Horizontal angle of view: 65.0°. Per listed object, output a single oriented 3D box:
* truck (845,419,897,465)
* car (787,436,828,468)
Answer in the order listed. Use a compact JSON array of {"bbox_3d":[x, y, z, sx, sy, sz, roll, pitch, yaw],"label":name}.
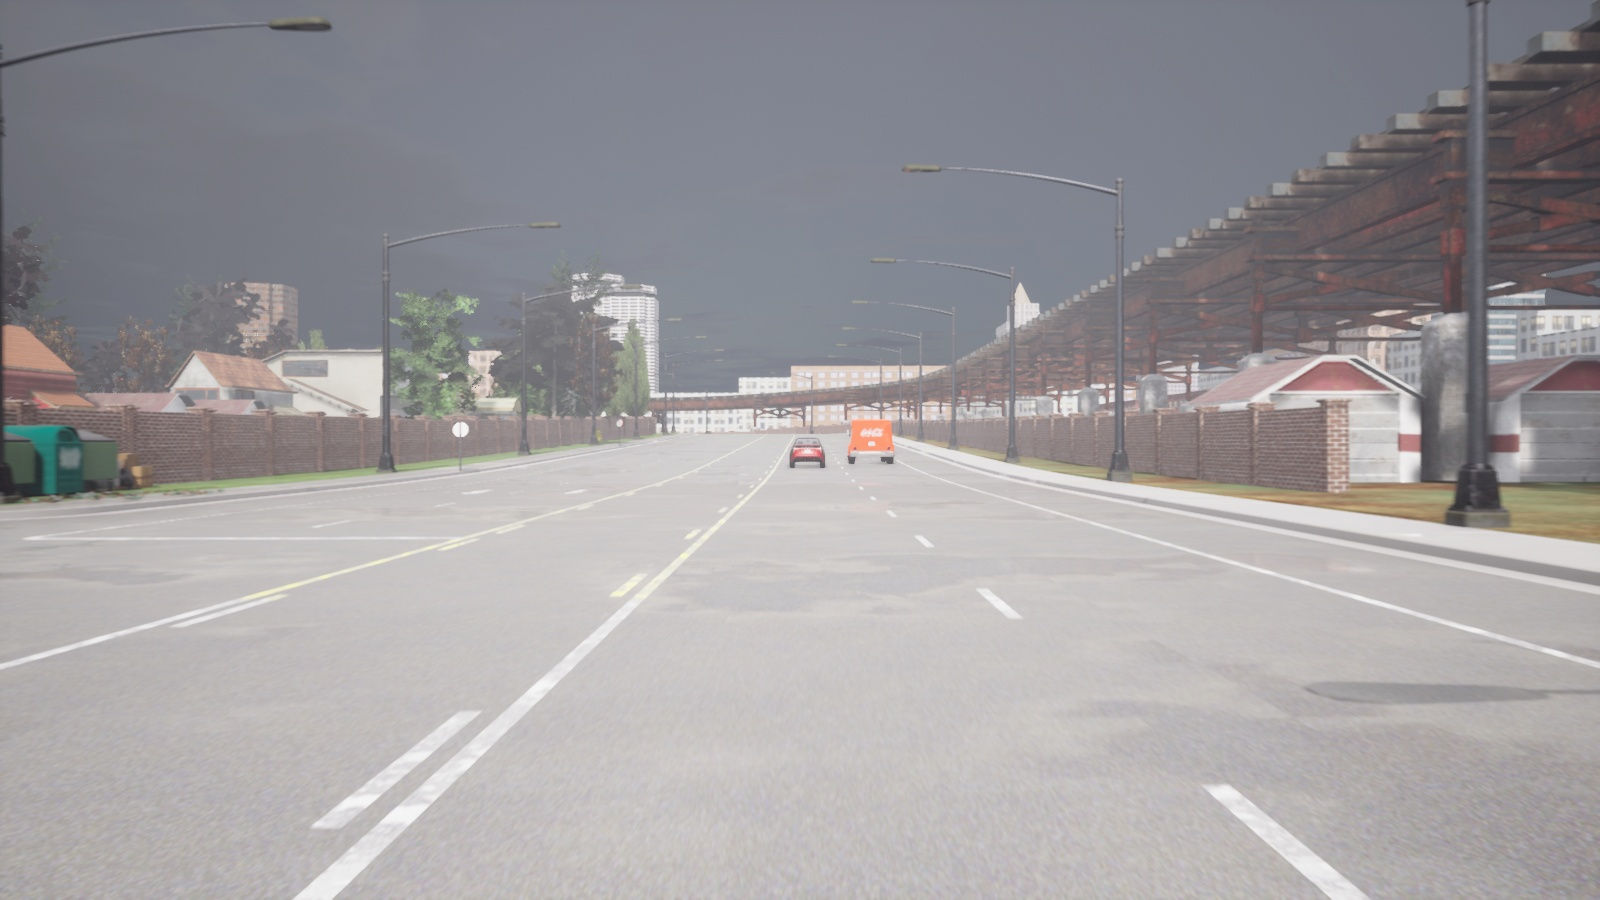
[{"bbox_3d":[3.914,-0.512,70.346,2.627,2.467,5.204,0,2,0],"label":"truck"},{"bbox_3d":[0.381,0.069,64.668,2.007,1.525,4.514,0,1,0],"label":"car"}]
